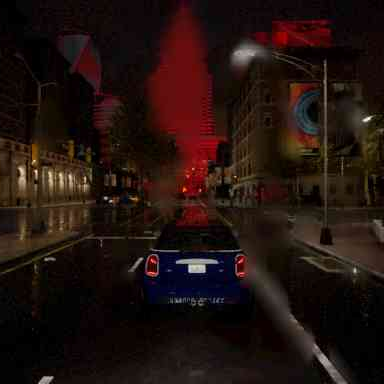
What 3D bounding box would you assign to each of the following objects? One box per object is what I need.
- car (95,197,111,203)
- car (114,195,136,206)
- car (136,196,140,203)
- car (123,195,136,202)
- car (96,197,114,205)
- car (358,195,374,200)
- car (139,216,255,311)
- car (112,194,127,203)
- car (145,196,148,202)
[{"bbox_3d":[-18.012,1.595,67.415,1.895,1.301,4.718,0,0,0],"label":"car"},{"bbox_3d":[-11.383,1.526,56.738,1.812,1.442,4.674,0,0,0],"label":"car"},{"bbox_3d":[-11.296,1.478,65.885,1.882,1.535,5.008,0,0,1],"label":"car"},{"bbox_3d":[-14.723,1.525,78.423,2.128,1.511,4.902,0,0,0],"label":"car"},{"bbox_3d":[-14.873,1.547,57.912,2.033,1.411,5.357,0,0,0],"label":"car"},{"bbox_3d":[34.687,1.481,68.621,2.231,1.521,4.892,0,0,0],"label":"car"},{"bbox_3d":[0.102,1.352,7.902,2.097,1.767,4.553,0,0,0],"label":"car"},{"bbox_3d":[-14.760,1.352,68.022,2.097,1.767,4.553,0,0,0],"label":"car"},{"bbox_3d":[-11.232,1.553,75.758,1.994,1.385,4.181,0,0,0],"label":"car"}]
